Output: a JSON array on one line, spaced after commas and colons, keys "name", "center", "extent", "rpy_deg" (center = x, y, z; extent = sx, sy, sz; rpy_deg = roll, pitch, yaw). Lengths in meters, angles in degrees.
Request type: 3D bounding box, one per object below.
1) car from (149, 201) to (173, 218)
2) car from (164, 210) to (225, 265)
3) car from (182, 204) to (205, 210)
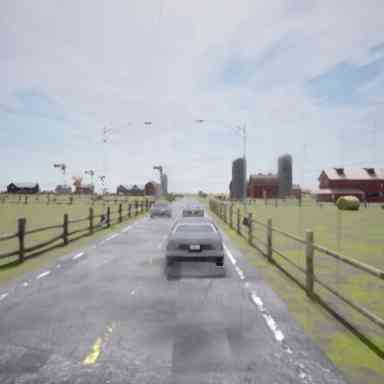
[{"name": "car", "center": [-2.846, 1.656, 31.581], "extent": [1.837, 1.490, 4.892], "rpy_deg": [0, 0, 0]}, {"name": "car", "center": [0.092, 1.604, 11.837], "extent": [2.033, 1.411, 5.357], "rpy_deg": [0, 0, 0]}, {"name": "car", "center": [0.096, 1.682, 28.201], "extent": [2.033, 1.411, 5.357], "rpy_deg": [0, 0, 0]}]
